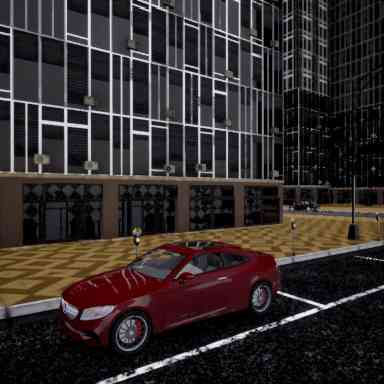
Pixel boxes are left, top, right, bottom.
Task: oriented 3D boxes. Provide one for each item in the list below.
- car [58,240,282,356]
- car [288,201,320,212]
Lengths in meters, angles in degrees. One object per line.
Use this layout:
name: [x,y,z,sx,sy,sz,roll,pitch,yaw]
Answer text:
car: [-0.150,1.582,5.993,4.206,1.307,1.802,0,0,-36]
car: [15.229,1.899,45.337,2.008,1.369,4.403,-1,0,-36]
